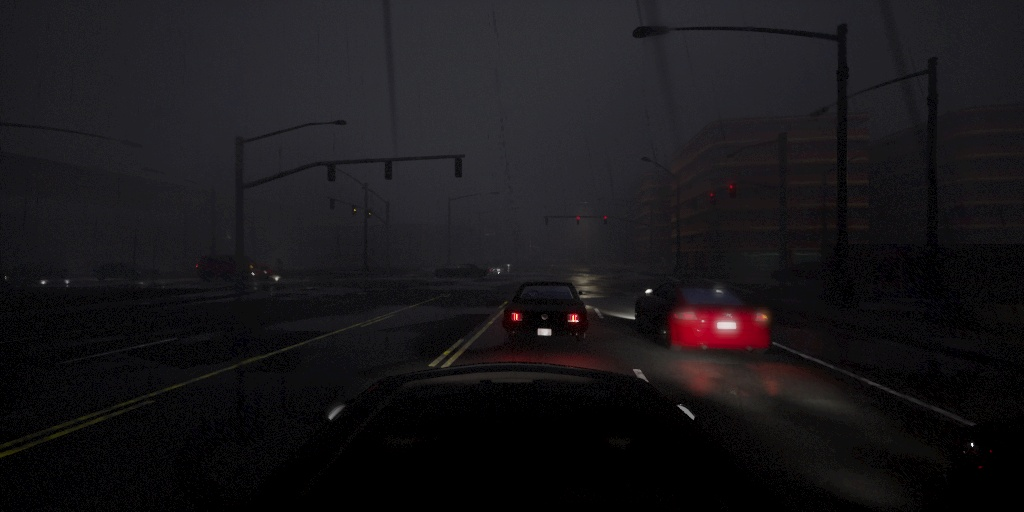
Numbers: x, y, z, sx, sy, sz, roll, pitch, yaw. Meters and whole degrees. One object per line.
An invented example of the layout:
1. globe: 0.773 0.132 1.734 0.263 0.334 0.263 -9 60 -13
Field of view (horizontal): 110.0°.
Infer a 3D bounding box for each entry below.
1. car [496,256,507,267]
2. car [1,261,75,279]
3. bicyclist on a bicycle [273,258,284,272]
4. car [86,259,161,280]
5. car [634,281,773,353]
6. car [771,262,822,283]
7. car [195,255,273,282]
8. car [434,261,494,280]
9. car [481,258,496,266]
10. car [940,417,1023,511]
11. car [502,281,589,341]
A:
1. car: -2.499 1.064 58.569 1.895 1.301 4.718 0 1 8
2. car: -41.836 1.351 31.600 4.718 1.301 1.895 0 0 12
3. bicyclist on a bicycle: -26.397 1.053 40.606 0.582 1.620 1.656 0 0 7
4. car: -32.430 1.228 30.270 5.008 1.535 1.882 0 0 7
5. car: 4.405 1.314 8.921 1.994 1.385 4.181 0 0 7
6. car: 22.819 1.228 27.585 5.008 1.535 1.882 0 0 7
7. car: -22.499 0.971 29.093 5.566 2.045 2.150 0 0 7
8. car: -4.229 1.315 30.706 4.718 1.301 1.895 0 0 7
9. car: -3.851 1.176 48.715 1.994 1.385 4.181 0 1 8
10. car: 3.640 1.242 0.209 2.128 1.511 4.902 0 0 1
11. car: 1.002 1.351 9.923 1.895 1.301 4.718 0 0 8
